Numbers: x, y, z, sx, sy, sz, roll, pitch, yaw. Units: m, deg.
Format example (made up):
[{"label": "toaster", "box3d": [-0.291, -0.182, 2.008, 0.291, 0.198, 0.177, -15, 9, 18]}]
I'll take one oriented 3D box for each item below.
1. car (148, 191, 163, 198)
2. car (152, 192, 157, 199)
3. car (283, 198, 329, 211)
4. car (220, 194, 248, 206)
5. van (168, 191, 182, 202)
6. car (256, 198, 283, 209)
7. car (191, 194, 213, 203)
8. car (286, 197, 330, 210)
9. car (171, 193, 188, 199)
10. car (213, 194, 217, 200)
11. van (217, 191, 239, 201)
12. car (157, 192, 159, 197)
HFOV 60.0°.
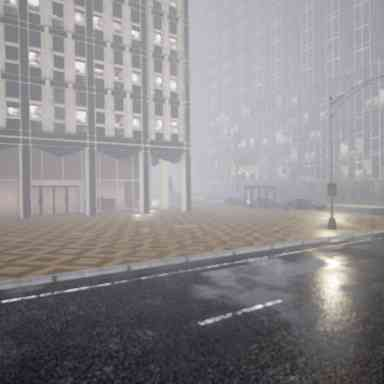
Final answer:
[{"label": "car", "box3d": [-9.213, 0.637, 83.499, 1.967, 1.590, 4.097, -1, 1, -34]}, {"label": "car", "box3d": [-9.725, 1.000, 69.390, 2.008, 1.369, 4.403, -1, 1, -34]}, {"label": "car", "box3d": [12.599, 1.385, 36.458, 1.947, 1.339, 4.313, -1, 1, -34]}, {"label": "car", "box3d": [6.253, 1.280, 45.891, 1.947, 1.339, 4.313, -1, 1, -34]}, {"label": "van", "box3d": [-3.316, 0.898, 59.999, 1.690, 1.788, 3.998, -1, 1, -34]}, {"label": "car", "box3d": [9.409, 1.349, 41.164, 1.802, 1.307, 4.206, -1, 1, -34]}, {"label": "car", "box3d": [1.062, 1.074, 58.236, 1.812, 1.442, 4.674, -1, 1, -34]}, {"label": "car", "box3d": [13.729, 1.355, 39.614, 1.895, 1.301, 4.718, -1, 1, -34]}, {"label": "car", "box3d": [-2.803, 0.886, 74.113, 1.802, 1.307, 4.206, -1, 1, -34]}, {"label": "car", "box3d": [3.606, 0.994, 64.725, 1.802, 1.307, 4.206, -1, 1, -34]}, {"label": "van", "box3d": [6.809, 0.806, 60.027, 1.690, 1.788, 3.998, -1, 1, -34]}, {"label": "car", "box3d": [-6.008, 0.566, 78.804, 2.192, 1.841, 5.009, -1, 1, -34]}]
